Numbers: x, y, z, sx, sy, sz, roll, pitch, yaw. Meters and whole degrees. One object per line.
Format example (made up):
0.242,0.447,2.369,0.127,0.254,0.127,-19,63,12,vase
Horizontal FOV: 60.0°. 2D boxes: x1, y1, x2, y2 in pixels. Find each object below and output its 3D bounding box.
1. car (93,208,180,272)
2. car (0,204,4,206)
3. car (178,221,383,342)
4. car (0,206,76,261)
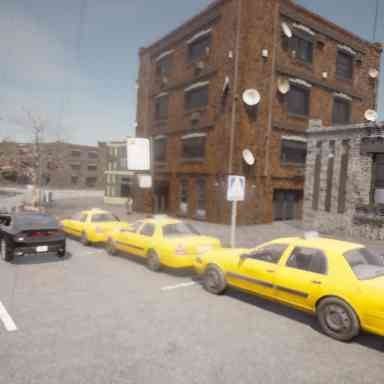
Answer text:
-1.259,1.542,11.186,1.946,1.575,5.366,1,-1,-38,car
-14.365,1.509,23.905,1.895,1.301,4.718,2,0,-32,car
2.141,1.574,6.831,1.946,1.575,5.366,1,-1,-38,car
-6.106,1.488,12.287,1.837,1.490,4.892,1,0,-37,car
